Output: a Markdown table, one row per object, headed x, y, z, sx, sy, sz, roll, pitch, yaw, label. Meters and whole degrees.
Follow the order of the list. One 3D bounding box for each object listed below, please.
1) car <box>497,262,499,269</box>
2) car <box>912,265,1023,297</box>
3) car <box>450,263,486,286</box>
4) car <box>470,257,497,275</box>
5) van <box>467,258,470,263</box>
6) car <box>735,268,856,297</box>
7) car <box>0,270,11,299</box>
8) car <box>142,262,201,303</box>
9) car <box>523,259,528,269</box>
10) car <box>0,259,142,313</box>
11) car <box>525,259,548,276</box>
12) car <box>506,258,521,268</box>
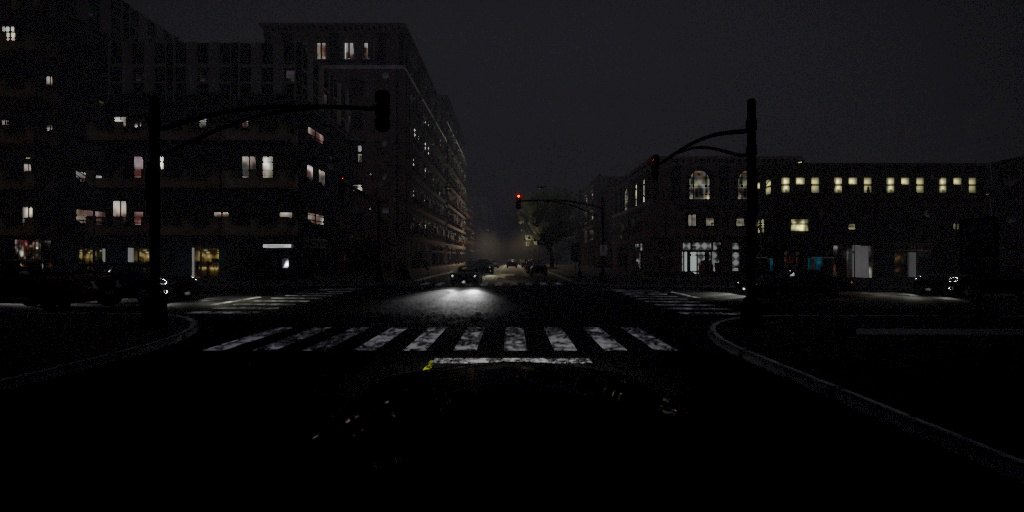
| x | y | z | sx | sy | sz | roll | pitch | yaw | label |
| --- | --- | --- | --- | --- | --- | --- | --- | --- | --- |
| -3.075 | 1.340 | 57.308 | 1.812 | 1.442 | 4.674 | 0 | 0 | 0 | car |
| 24.524 | 1.219 | 19.206 | 4.553 | 1.767 | 2.097 | 0 | 0 | 0 | car |
| -3.099 | 1.363 | 25.134 | 1.895 | 1.301 | 4.718 | 0 | 0 | 0 | car |
| -3.097 | 1.135 | 39.680 | 2.097 | 1.767 | 4.553 | 0 | 0 | 0 | car |
| -5.688 | 1.149 | 53.933 | 1.690 | 1.789 | 3.998 | 0 | 0 | 0 | van |
| 15.025 | 1.372 | 19.140 | 5.357 | 1.411 | 2.033 | 0 | 0 | 0 | car |
| -25.582 | 1.274 | 15.653 | 4.718 | 1.301 | 1.895 | 0 | 0 | 0 | car |
| -16.526 | 1.053 | 15.739 | 4.553 | 1.767 | 2.097 | 0 | 0 | -1 | car |
| 2.693 | 1.228 | 42.538 | 1.967 | 1.591 | 4.097 | 0 | 0 | 0 | car |
| -17.276 | 1.013 | 13.123 | 5.009 | 1.841 | 2.192 | 0 | 0 | 0 | car |
| 2.692 | 1.330 | 36.841 | 2.007 | 1.370 | 4.403 | 0 | 0 | 0 | car |
| 0.003 | 1.319 | 63.198 | 2.128 | 1.511 | 4.902 | 0 | 0 | 0 | car |
